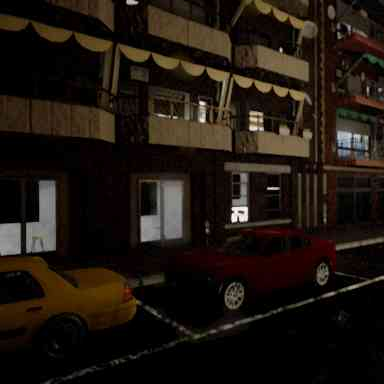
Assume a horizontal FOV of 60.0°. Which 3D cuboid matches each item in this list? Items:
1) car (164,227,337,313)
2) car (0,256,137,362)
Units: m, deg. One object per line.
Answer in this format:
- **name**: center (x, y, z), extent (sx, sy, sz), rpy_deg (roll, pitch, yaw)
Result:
- **car**: center (1.488, 1.531, 7.628), extent (4.507, 1.381, 1.887), rpy_deg (0, 0, -36)
- **car**: center (-3.149, 1.526, 4.320), extent (4.829, 1.417, 1.752), rpy_deg (0, 0, -36)
